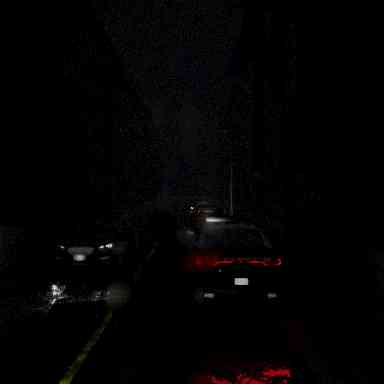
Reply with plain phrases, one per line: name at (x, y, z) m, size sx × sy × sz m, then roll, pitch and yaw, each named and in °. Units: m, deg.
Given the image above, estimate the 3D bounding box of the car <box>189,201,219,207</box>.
car at (0.902, 1.477, 18.527) m, size 1.882 × 1.535 × 5.008 m, roll 0°, pitch 0°, yaw 0°

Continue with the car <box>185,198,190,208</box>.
car at (0.033, 1.559, 47.280) m, size 1.994 × 1.385 × 4.181 m, roll 0°, pitch 0°, yaw 1°

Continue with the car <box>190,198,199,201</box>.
car at (0.902, 1.454, 24.717) m, size 1.801 × 1.575 × 5.366 m, roll 0°, pitch 0°, yaw 0°

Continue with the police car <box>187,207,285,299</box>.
police car at (0.900, 1.425, 8.637) m, size 1.930 × 1.638 × 5.238 m, roll 0°, pitch 0°, yaw 0°

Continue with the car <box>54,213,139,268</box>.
car at (-3.000, 1.491, 11.312) m, size 2.128 × 1.511 × 4.902 m, roll 0°, pitch 0°, yaw 0°
